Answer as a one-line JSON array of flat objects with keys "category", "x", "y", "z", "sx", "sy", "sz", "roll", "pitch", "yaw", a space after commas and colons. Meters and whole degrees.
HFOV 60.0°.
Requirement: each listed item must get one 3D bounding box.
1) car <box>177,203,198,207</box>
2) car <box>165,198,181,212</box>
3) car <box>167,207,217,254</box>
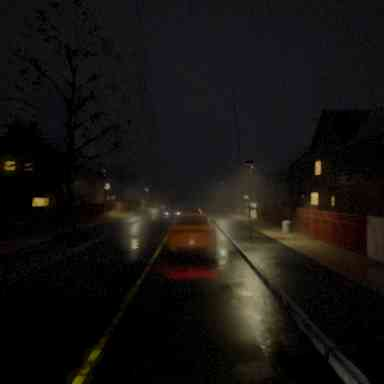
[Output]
[{"category": "car", "x": 0.007, "y": 1.913, "z": 28.526, "sx": 1.994, "sy": 1.385, "sz": 4.181, "roll": 0, "pitch": -1, "yaw": 1}, {"category": "car", "x": -2.771, "y": 1.899, "z": 49.518, "sx": 2.150, "sy": 2.045, "sz": 5.566, "roll": 0, "pitch": -1, "yaw": 0}, {"category": "car", "x": 0.019, "y": 1.641, "z": 14.259, "sx": 1.882, "sy": 1.535, "sz": 5.008, "roll": 0, "pitch": 0, "yaw": 0}]
